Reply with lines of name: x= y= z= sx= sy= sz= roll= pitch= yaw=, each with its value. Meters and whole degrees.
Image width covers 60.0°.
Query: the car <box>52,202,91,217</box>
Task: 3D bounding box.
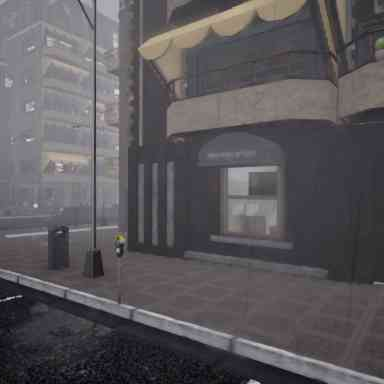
car: x=-12.752 y=1.821 z=35.326 sx=1.967 sy=1.590 sz=4.097 roll=-1 pitch=-1 yaw=35

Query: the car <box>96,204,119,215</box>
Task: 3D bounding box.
car: x=-9.465 y=2.063 z=39.947 sx=1.802 sy=1.307 sz=4.206 roll=-1 pitch=-1 yaw=35
